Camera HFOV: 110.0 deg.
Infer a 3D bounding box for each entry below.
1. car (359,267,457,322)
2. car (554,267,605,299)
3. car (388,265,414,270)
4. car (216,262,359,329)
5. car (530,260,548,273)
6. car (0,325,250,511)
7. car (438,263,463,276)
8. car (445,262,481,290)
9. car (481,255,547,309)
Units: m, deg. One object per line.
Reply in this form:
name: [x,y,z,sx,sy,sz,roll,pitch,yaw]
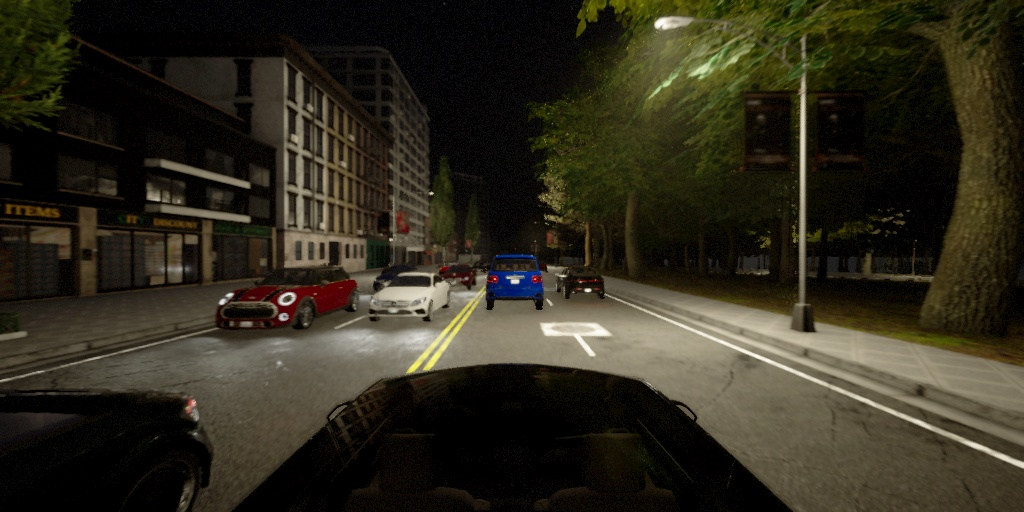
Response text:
car: [-3.315,1.278,12.430,1.812,1.442,4.674,0,0,1]
car: [3.346,1.263,18.197,1.837,1.490,4.892,0,0,0]
car: [-6.598,1.288,21.438,1.812,1.442,4.674,0,0,3]
car: [-6.578,1.104,11.135,2.097,1.767,4.553,0,0,0]
car: [3.340,1.295,45.308,1.882,1.535,5.008,0,0,0]
car: [-3.323,1.314,1.015,1.994,1.385,4.181,0,0,1]
car: [-6.526,1.399,38.729,1.895,1.301,4.718,0,0,0]
car: [-3.309,1.290,22.924,1.812,1.442,4.674,0,0,1]
car: [0.086,0.976,15.080,2.150,2.045,5.566,0,0,0]
